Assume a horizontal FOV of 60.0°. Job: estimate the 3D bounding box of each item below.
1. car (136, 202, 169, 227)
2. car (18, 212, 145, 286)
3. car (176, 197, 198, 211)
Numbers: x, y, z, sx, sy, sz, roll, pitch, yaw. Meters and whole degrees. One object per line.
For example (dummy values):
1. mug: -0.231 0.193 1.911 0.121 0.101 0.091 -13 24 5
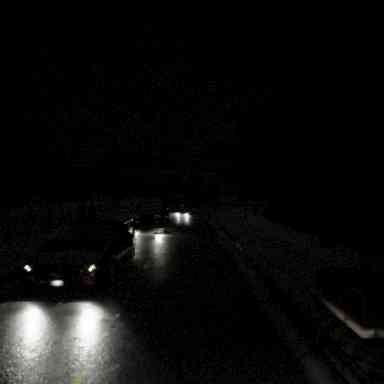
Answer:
1. car: -2.738 1.463 23.040 1.882 1.535 5.008 0 0 2
2. car: -2.849 1.542 9.687 2.033 1.411 5.357 0 0 0
3. car: -0.517 1.384 40.902 2.128 1.511 4.902 0 -1 14
